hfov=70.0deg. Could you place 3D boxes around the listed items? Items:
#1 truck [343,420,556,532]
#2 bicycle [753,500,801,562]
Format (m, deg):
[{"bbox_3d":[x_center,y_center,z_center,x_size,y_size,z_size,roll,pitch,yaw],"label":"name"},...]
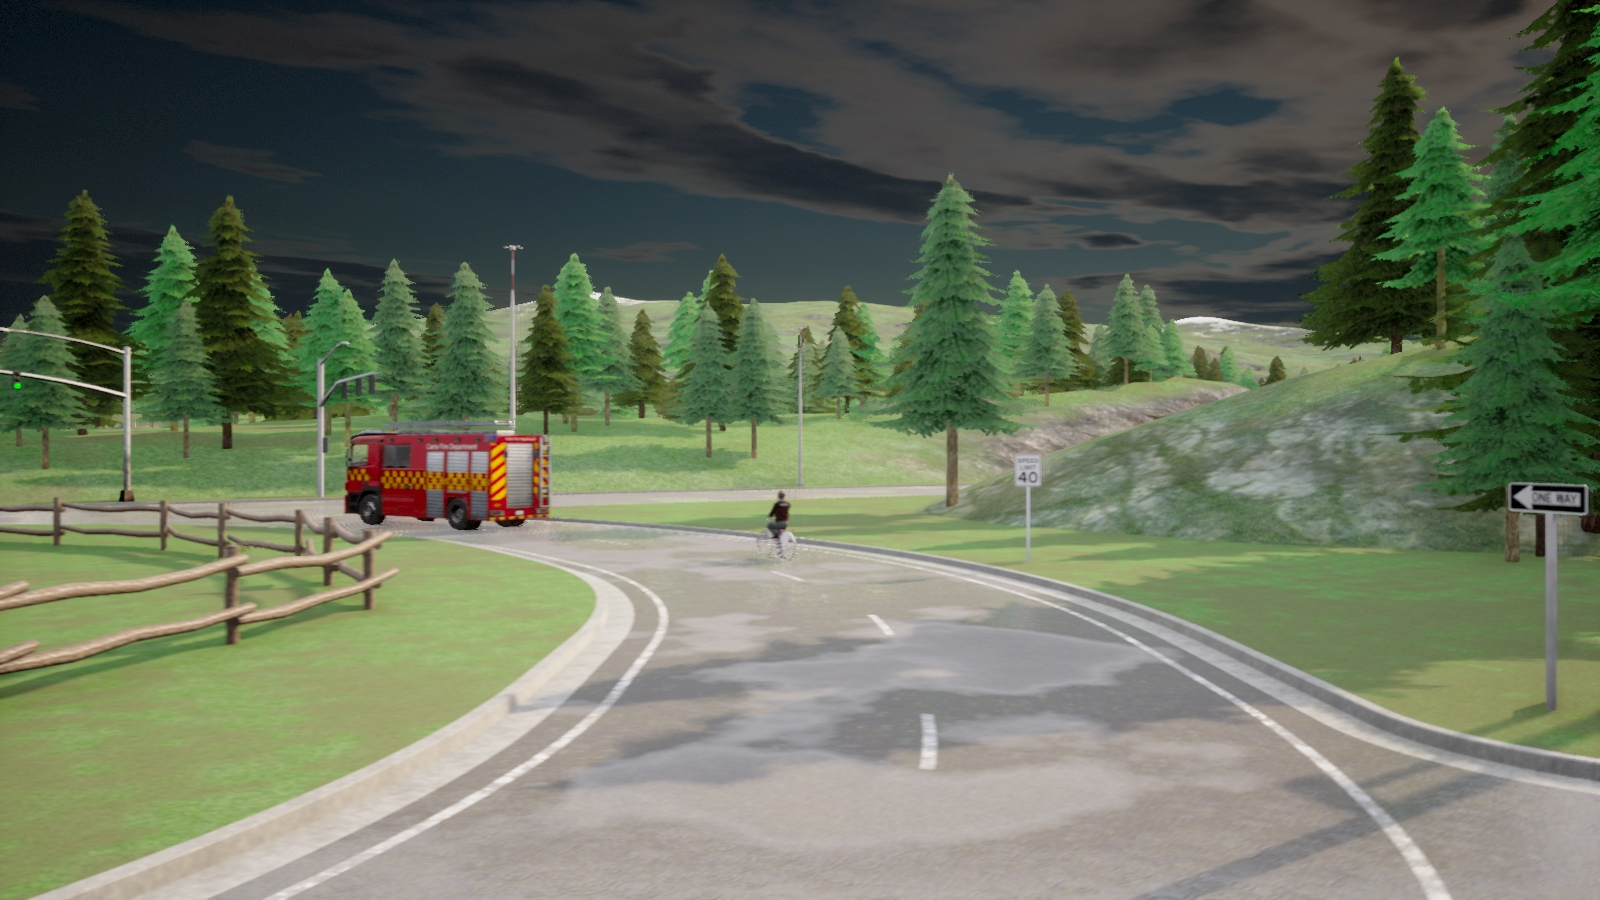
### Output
[{"bbox_3d":[-13.145,0.893,42.498,8.468,3.827,2.891,0,0,34],"label":"truck"},{"bbox_3d":[-0.607,2.063,29.355,0.329,1.471,1.835,0,0,-32],"label":"bicycle"}]
